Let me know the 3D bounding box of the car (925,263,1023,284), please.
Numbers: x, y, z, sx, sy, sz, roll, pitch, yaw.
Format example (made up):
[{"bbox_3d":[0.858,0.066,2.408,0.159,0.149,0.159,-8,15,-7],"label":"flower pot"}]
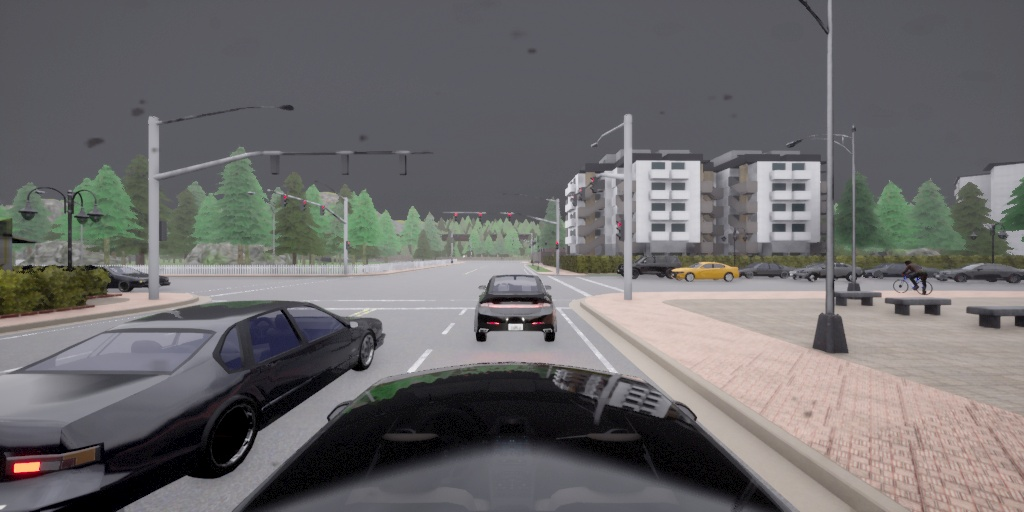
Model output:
[{"bbox_3d":[34.773,1.275,26.717,4.674,1.442,1.812,0,0,17],"label":"car"}]

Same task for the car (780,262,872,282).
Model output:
[{"bbox_3d":[24.793,1.241,28.477,4.902,1.511,2.128,0,0,4],"label":"car"}]

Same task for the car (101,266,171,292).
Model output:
[{"bbox_3d":[-22.973,1.297,20.521,5.357,1.411,2.033,0,0,-1],"label":"car"}]

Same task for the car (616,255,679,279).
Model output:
[{"bbox_3d":[12.217,0.971,31.964,5.566,2.045,2.150,0,0,-2],"label":"car"}]

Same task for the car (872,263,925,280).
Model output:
[{"bbox_3d":[32.955,1.297,30.930,5.357,1.411,2.033,0,0,13],"label":"car"}]

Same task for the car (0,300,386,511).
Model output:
[{"bbox_3d":[-3.444,1.297,4.661,2.033,1.411,5.357,0,0,1],"label":"car"}]

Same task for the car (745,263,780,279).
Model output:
[{"bbox_3d":[22.462,1.297,32.172,5.357,1.411,2.033,0,0,1],"label":"car"}]

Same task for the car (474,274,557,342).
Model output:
[{"bbox_3d":[0.085,1.241,9.760,2.128,1.511,4.902,0,0,0],"label":"car"}]

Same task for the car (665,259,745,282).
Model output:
[{"bbox_3d":[15.299,1.227,28.556,5.008,1.535,1.882,0,0,-2],"label":"car"}]

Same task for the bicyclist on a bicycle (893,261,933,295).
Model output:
[{"bbox_3d":[19.392,1.050,17.382,0.582,1.620,1.656,0,0,-3],"label":"bicyclist on a bicycle"}]
